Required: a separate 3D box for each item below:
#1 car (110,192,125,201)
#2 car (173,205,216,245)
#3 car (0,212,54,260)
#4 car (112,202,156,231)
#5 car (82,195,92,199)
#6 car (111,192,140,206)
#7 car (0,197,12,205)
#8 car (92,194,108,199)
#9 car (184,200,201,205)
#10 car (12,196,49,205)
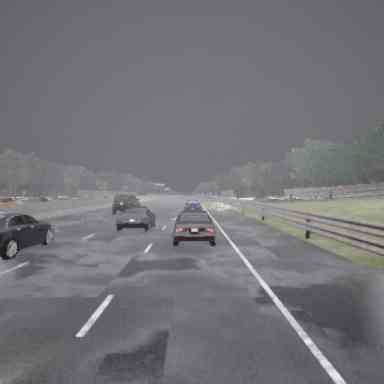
[{"bbox_3d":[-17.502,1.026,78.391,2.150,2.045,5.566,0,0,0],"label":"car"},{"bbox_3d":[0.099,1.555,15.641,2.033,1.411,5.357,0,0,0],"label":"car"},{"bbox_3d":[-6.901,1.511,12.493,1.837,1.490,4.892,0,0,0],"label":"car"},{"bbox_3d":[-3.401,1.578,20.844,1.994,1.385,4.181,0,0,0],"label":"car"},{"bbox_3d":[-24.502,1.326,78.420,1.812,1.442,4.674,0,0,0],"label":"car"},{"bbox_3d":[-6.901,1.259,35.301,2.150,2.045,5.566,0,0,0],"label":"car"},{"bbox_3d":[-21.092,1.393,36.259,2.097,1.767,4.553,0,0,0],"label":"car"},{"bbox_3d":[-21.002,1.342,77.424,2.097,1.767,4.553,0,0,0],"label":"car"},{"bbox_3d":[0.099,1.566,37.220,1.812,1.442,4.674,0,0,0],"label":"car"},{"bbox_3d":[-17.592,1.395,37.166,2.097,1.767,4.553,0,0,0],"label":"car"}]
